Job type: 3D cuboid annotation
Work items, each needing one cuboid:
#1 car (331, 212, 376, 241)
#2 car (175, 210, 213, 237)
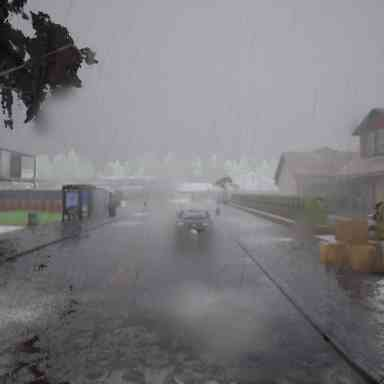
[{"bbox_3d":[8.886,1.368,14.154,5.357,1.415,2.033,0,0,3],"label":"car"},{"bbox_3d":[0.102,1.616,18.168,1.895,1.301,4.718,0,0,0],"label":"car"}]
